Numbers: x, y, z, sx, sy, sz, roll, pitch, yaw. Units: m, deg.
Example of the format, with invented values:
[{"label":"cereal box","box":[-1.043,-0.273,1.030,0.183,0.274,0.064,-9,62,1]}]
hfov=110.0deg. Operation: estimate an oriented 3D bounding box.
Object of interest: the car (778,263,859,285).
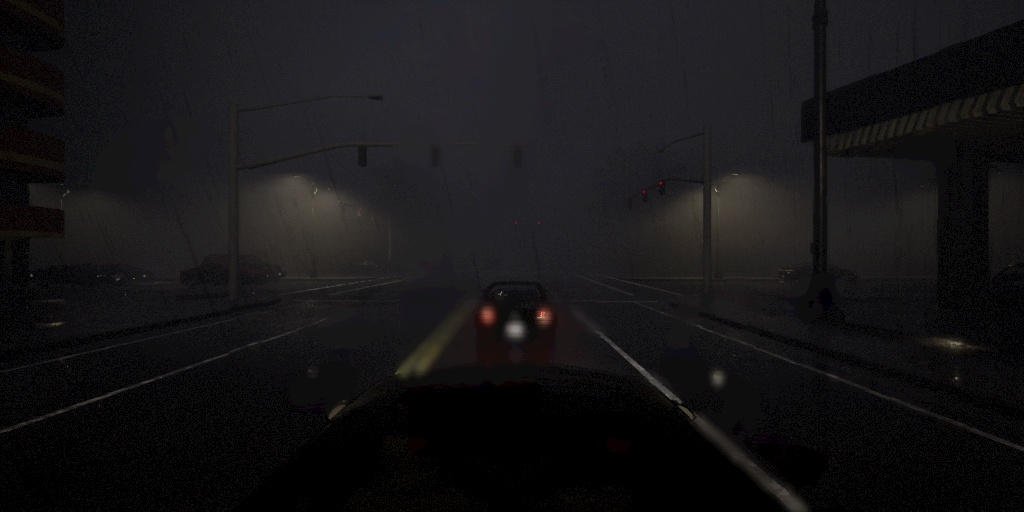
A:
[{"label":"car","box":[21.932,1.241,25.763,4.902,1.511,2.128,0,0,1]}]

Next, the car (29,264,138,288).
[{"label":"car","box":[-27.833,1.241,23.135,4.902,1.511,2.128,0,0,1]}]

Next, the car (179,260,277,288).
[{"label":"car","box":[-18.330,1.228,22.961,5.008,1.535,1.882,0,0,1]}]

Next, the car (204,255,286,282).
[{"label":"car","box":[-19.891,0.971,26.509,5.566,2.045,2.150,0,0,1]}]

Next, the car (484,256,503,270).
[{"label":"car","box":[-2.746,0.971,51.626,2.150,2.045,5.566,0,0,0]}]

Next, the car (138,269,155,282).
[{"label":"car","box":[-29.309,1.314,26.659,4.181,1.385,1.994,0,0,0]}]

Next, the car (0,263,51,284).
[{"label":"car","box":[-37.991,1.276,26.825,4.674,1.442,1.812,0,0,1]}]

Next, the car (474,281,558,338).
[{"label":"car","box":[0.097,1.351,10.193,1.895,1.301,4.718,0,0,0]}]

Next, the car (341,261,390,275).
[{"label":"car","box":[-15.555,1.241,38.097,4.902,1.511,2.128,0,0,1]}]
